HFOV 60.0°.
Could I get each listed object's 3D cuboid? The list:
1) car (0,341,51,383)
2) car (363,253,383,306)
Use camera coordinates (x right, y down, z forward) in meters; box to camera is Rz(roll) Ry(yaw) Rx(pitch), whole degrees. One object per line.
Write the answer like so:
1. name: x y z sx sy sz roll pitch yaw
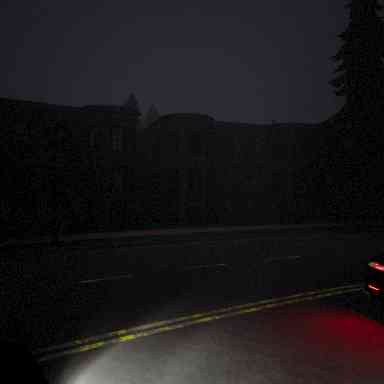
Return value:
1. car: -3.293 1.547 1.235 5.357 1.411 2.033 0 0 -38
2. car: 5.464 1.492 6.218 4.902 1.511 2.128 0 0 -24
